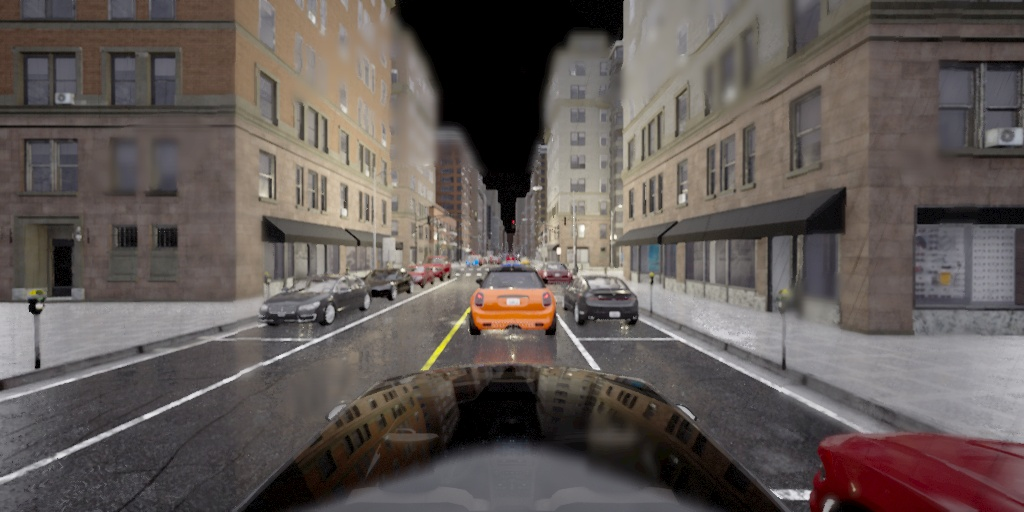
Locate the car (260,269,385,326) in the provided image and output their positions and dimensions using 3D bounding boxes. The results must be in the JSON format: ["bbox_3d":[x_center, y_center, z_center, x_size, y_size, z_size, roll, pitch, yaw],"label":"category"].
[{"bbox_3d":[-5.894,1.253,11.339,2.007,1.370,4.403,0,0,0],"label":"car"}]

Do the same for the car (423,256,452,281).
[{"bbox_3d":[-5.957,0.936,27.910,2.192,1.841,5.009,0,0,0],"label":"car"}]

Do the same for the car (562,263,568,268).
[{"bbox_3d":[2.590,1.089,22.445,1.967,1.591,4.097,0,0,0],"label":"car"}]

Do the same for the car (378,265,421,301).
[{"bbox_3d":[-5.914,1.242,16.863,1.948,1.339,4.313,0,0,0],"label":"car"}]

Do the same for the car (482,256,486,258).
[{"bbox_3d":[-6.082,0.771,60.453,2.192,1.841,5.009,0,0,0],"label":"car"}]

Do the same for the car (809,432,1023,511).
[{"bbox_3d":[2.675,1.302,0.344,1.888,1.381,4.507,0,0,0],"label":"car"}]

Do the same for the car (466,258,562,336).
[{"bbox_3d":[0.002,1.060,10.378,2.097,1.767,4.553,0,0,-1],"label":"car"}]

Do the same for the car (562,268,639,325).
[{"bbox_3d":[2.632,1.254,11.395,2.007,1.370,4.403,0,0,0],"label":"car"}]

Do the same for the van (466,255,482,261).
[{"bbox_3d":[-6.060,0.825,54.857,1.690,1.789,3.998,0,0,0],"label":"van"}]

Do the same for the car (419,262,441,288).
[{"bbox_3d":[-5.936,1.231,22.387,1.802,1.307,4.207,0,0,0],"label":"car"}]
